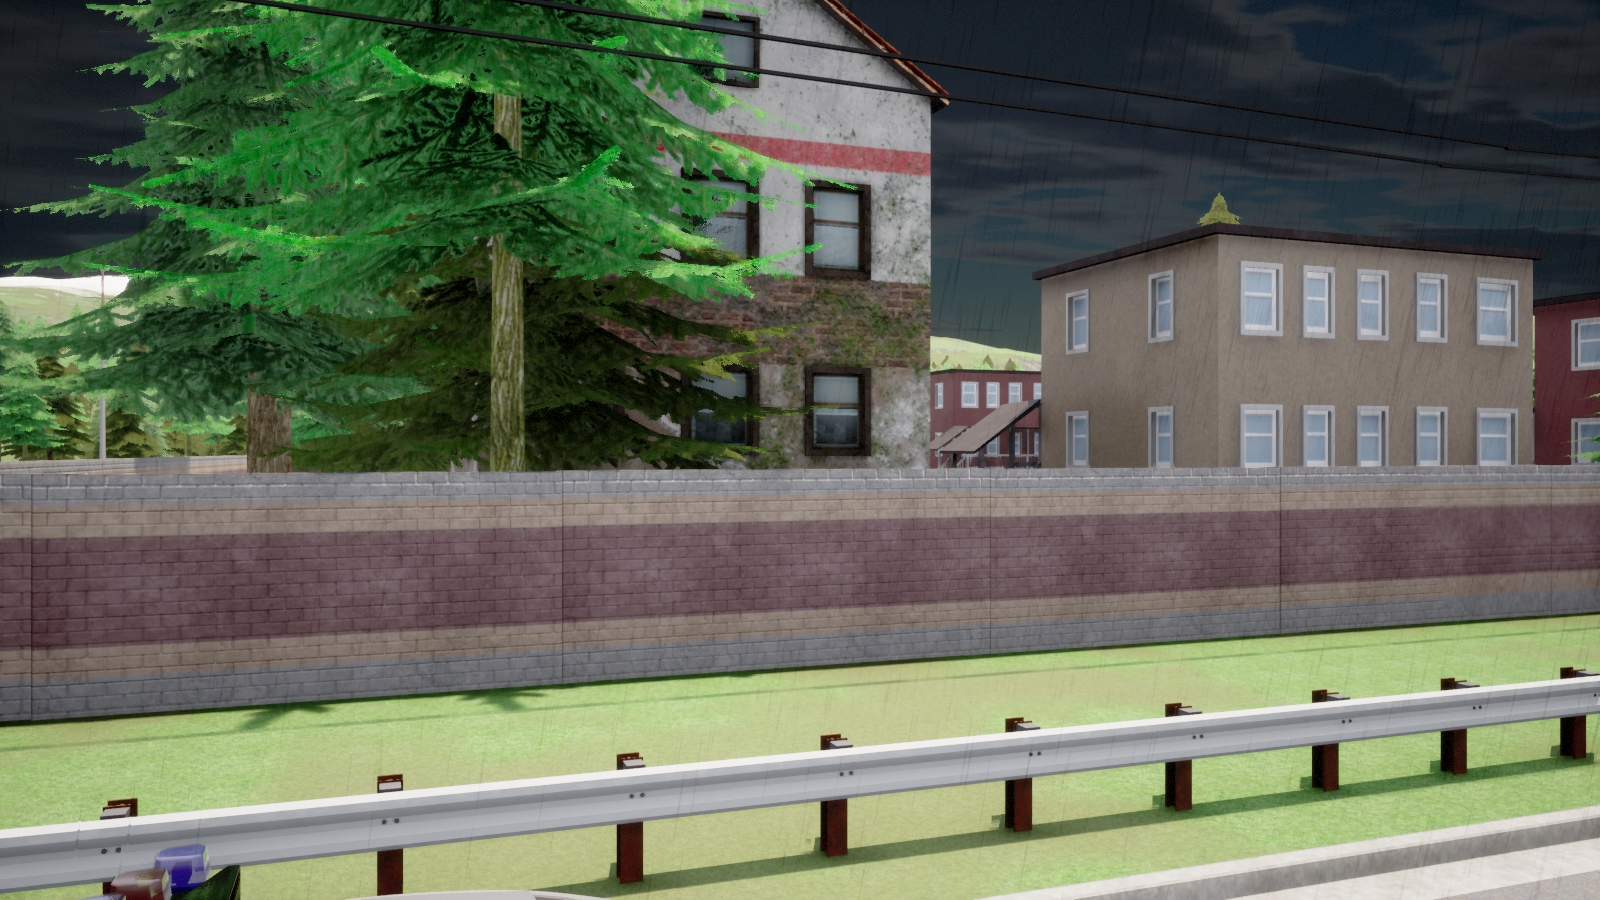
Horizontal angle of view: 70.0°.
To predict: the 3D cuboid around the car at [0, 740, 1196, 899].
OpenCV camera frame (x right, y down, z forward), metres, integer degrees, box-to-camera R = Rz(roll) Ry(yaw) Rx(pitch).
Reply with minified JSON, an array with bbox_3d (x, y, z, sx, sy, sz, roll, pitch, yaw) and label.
[{"bbox_3d":[-1.671,1.982,2.695,5.238,1.638,2.097,0,0,-20],"label":"car"}]
